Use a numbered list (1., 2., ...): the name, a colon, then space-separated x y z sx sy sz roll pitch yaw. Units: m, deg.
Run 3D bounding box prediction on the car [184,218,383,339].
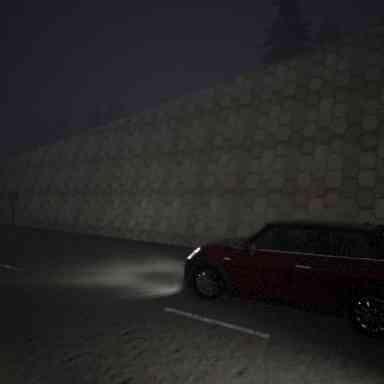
1. car: 2.041 1.349 6.835 4.553 1.767 2.097 0 0 36
